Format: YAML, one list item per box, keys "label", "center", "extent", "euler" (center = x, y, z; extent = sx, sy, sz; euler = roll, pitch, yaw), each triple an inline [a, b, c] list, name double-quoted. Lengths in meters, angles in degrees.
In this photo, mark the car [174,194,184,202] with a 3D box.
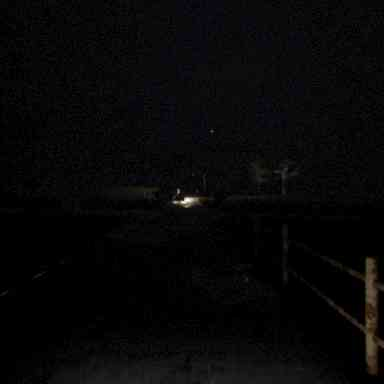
- label: "car"
  center: [-2.744, 1.216, 73.507]
  extent: [2.097, 1.767, 4.553]
  euler: [0, 0, 0]
